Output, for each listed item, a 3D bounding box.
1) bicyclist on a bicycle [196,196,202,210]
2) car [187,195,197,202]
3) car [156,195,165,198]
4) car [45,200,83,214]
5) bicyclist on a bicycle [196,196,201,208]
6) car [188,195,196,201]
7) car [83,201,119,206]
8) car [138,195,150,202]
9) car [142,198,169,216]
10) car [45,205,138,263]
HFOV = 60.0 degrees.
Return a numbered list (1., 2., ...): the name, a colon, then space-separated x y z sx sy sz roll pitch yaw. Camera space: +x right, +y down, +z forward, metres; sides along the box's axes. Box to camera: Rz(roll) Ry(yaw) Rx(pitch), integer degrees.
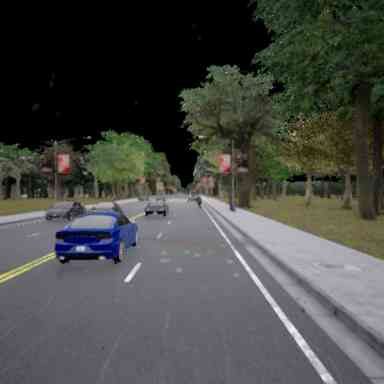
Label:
1. bicyclist on a bicycle: 0.884 1.354 36.655 0.582 1.620 1.656 0 0 0
2. car: -0.018 1.343 69.334 2.033 1.411 5.357 0 0 0
3. car: -6.520 1.348 68.214 1.994 1.385 4.181 0 0 0
4. car: -9.855 1.433 26.241 1.837 1.490 4.892 0 0 0
5. bicyclist on a bicycle: 0.880 1.327 45.803 0.582 1.620 1.656 0 0 0
6. car: -0.023 1.319 79.746 1.994 1.385 4.181 0 0 0
7. car: -6.605 1.455 25.845 1.812 1.442 4.674 0 0 0
8. car: -9.770 1.346 68.201 1.994 1.385 4.181 0 0 0
9. car: -3.161 1.517 30.796 1.895 1.301 4.718 0 0 0
10. car: -3.155 1.444 11.900 1.882 1.535 5.008 0 0 0
